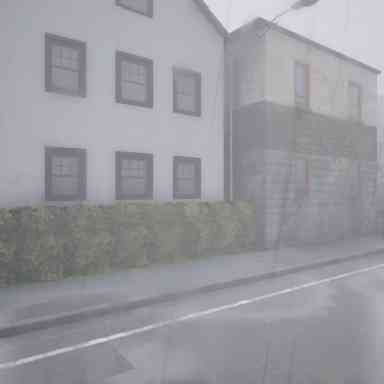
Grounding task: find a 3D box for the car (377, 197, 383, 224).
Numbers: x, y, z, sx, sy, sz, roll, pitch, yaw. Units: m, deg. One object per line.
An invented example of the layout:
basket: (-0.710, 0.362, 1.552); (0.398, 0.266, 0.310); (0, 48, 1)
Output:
car: (15.761, 1.397, 24.341); (2.150, 2.045, 5.566); (0, 0, -40)
